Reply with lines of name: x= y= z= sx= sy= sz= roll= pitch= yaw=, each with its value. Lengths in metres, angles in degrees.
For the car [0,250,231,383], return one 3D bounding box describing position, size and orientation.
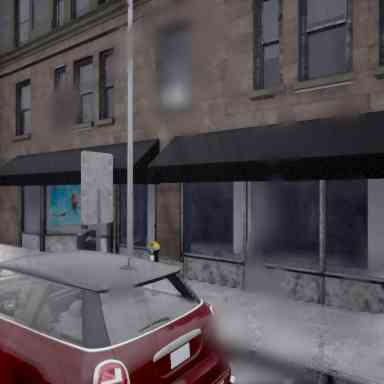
car: x=-1.679 y=1.440 z=4.011 sx=4.097 sy=1.590 sz=1.967 roll=0 pitch=0 yaw=36
